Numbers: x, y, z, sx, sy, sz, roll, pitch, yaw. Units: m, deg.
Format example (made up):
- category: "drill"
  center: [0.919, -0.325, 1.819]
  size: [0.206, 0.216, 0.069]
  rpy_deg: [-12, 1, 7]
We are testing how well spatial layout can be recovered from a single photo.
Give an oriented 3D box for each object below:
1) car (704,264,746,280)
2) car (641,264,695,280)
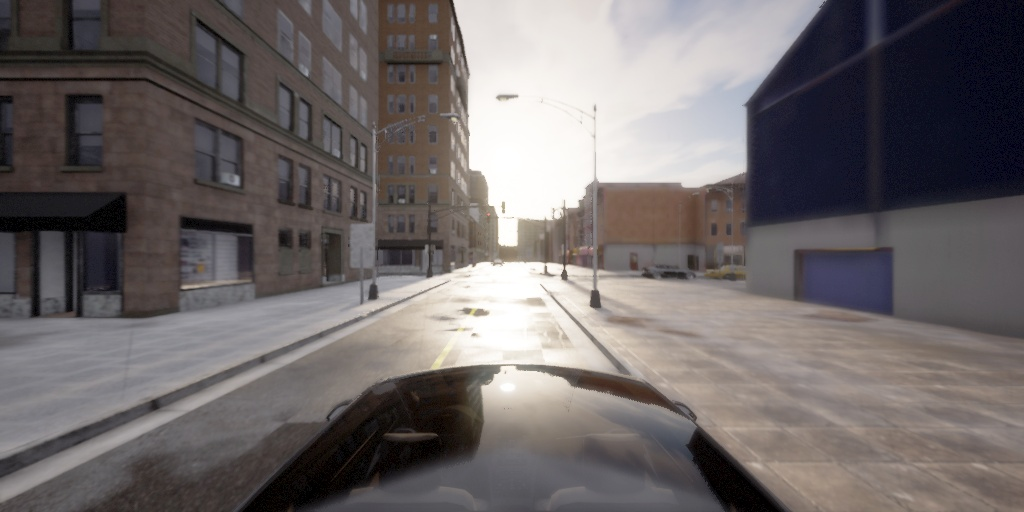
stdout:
- category: "car"
  center: [19.016, 1.364, 30.455]
  size: [4.829, 1.417, 1.751]
  rpy_deg: [0, 0, 0]
- category: "car"
  center: [13.223, 1.360, 30.443]
  size: [4.313, 1.339, 1.948]
  rpy_deg: [0, 0, 0]
